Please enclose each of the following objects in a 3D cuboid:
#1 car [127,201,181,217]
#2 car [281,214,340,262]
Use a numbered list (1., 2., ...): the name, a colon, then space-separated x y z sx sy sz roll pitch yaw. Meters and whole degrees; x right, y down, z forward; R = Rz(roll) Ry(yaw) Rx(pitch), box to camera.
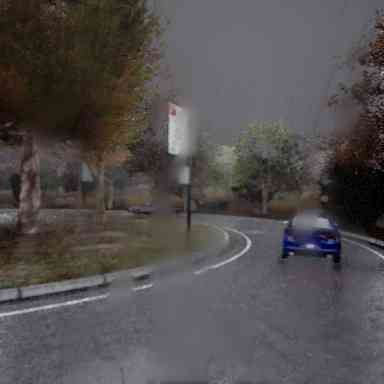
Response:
1. car: -3.733 1.613 32.336 5.357 1.411 2.033 1 0 30
2. car: 4.562 1.594 12.913 1.882 1.535 5.008 1 0 19
